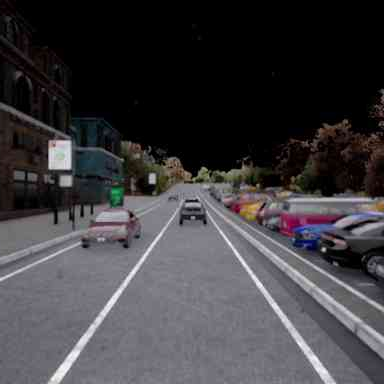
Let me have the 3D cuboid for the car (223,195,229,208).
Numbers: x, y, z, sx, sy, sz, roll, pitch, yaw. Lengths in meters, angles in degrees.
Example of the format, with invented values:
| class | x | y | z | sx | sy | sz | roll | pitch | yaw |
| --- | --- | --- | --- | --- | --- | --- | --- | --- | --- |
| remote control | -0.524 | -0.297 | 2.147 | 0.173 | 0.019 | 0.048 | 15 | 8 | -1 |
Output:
| class | x | y | z | sx | sy | sz | roll | pitch | yaw |
| --- | --- | --- | --- | --- | --- | --- | --- | --- | --- |
| car | 6.360 | 1.415 | 37.378 | 5.008 | 1.535 | 2.097 | 0 | 0 | 0 |

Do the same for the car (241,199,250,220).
| class | x | y | z | sx | sy | sz | roll | pitch | yaw |
| --- | --- | --- | --- | --- | --- | --- | --- | --- | --- |
| car | 6.491 | 1.465 | 23.455 | 5.366 | 1.575 | 1.946 | 0 | 0 | 0 |

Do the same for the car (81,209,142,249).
| class | x | y | z | sx | sy | sz | roll | pitch | yaw |
| --- | --- | --- | --- | --- | --- | --- | --- | --- | --- |
| car | -3.361 | 1.497 | 14.619 | 1.812 | 1.442 | 4.674 | 0 | 0 | 0 |

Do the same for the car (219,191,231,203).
| class | x | y | z | sx | sy | sz | roll | pitch | yaw |
| --- | --- | --- | --- | --- | --- | --- | --- | --- | --- |
| car | 6.433 | 1.182 | 45.741 | 4.553 | 1.767 | 2.185 | 0 | 1 | 0 |

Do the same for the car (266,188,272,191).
| class | x | y | z | sx | sy | sz | roll | pitch | yaw |
| --- | --- | --- | --- | --- | --- | --- | --- | --- | --- |
| car | 19.604 | 0.394 | 73.733 | 4.674 | 1.452 | 2.002 | 0 | 3 | 0 |

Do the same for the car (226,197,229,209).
| class | x | y | z | sx | sy | sz | roll | pitch | yaw |
| --- | --- | --- | --- | --- | --- | --- | --- | --- | --- |
| car | 6.324 | 1.465 | 34.591 | 4.792 | 1.488 | 2.163 | 0 | 0 | 0 |

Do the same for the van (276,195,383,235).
| class | x | y | z | sx | sy | sz | roll | pitch | yaw |
| --- | --- | --- | --- | --- | --- | --- | --- | --- | --- |
| van | 6.387 | 1.263 | 15.104 | 4.442 | 1.987 | 1.878 | 0 | 0 | 0 |

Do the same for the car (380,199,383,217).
| class | x | y | z | sx | sy | sz | roll | pitch | yaw |
| --- | --- | --- | --- | --- | --- | --- | --- | --- | --- |
| car | 19.595 | 1.449 | 29.005 | 5.366 | 1.575 | 1.946 | 0 | 0 | 0 |

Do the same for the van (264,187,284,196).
| class | x | y | z | sx | sy | sz | roll | pitch | yaw |
| --- | --- | --- | --- | --- | --- | --- | --- | --- | --- |
| van | 19.498 | -0.155 | 79.171 | 4.442 | 1.987 | 1.878 | -1 | 3 | 0 |

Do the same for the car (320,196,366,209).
| class | x | y | z | sx | sy | sz | roll | pitch | yaw |
| --- | --- | --- | --- | --- | --- | --- | --- | --- | --- |
| car | 19.475 | 1.347 | 43.070 | 5.008 | 1.535 | 2.097 | 0 | 1 | 0 |

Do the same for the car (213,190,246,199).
| class | x | y | z | sx | sy | sz | roll | pitch | yaw |
| --- | --- | --- | --- | --- | --- | --- | --- | --- | --- |
| car | 6.418 | 0.919 | 56.879 | 4.553 | 1.767 | 2.185 | 0 | 2 | 0 |

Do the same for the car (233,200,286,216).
| class | x | y | z | sx | sy | sz | roll | pitch | yaw |
| --- | --- | --- | --- | --- | --- | --- | --- | --- | --- |
| car | 6.339 | 1.487 | 31.805 | 4.674 | 1.452 | 2.002 | 0 | 0 | 0 |

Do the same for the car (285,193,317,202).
| class | x | y | z | sx | sy | sz | roll | pitch | yaw |
| --- | --- | --- | --- | --- | --- | --- | --- | --- | --- |
| car | 19.536 | 0.948 | 59.797 | 5.008 | 1.535 | 2.097 | 0 | 2 | 0 |

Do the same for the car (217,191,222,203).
| class | x | y | z | sx | sy | sz | roll | pitch | yaw |
| --- | --- | --- | --- | --- | --- | --- | --- | --- | --- |
| car | 6.444 | 1.130 | 48.520 | 4.553 | 1.767 | 2.185 | 0 | 1 | 0 |

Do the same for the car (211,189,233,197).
| class | x | y | z | sx | sy | sz | roll | pitch | yaw |
| --- | --- | --- | --- | --- | --- | --- | --- | --- | --- |
| car | 6.552 | 0.241 | 73.586 | 4.553 | 1.767 | 2.185 | 0 | 3 | 0 |

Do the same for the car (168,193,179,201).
| class | x | y | z | sx | sy | sz | roll | pitch | yaw |
| --- | --- | --- | --- | --- | --- | --- | --- | --- | --- |
| car | -3.430 | 0.947 | 61.334 | 2.033 | 1.411 | 5.357 | 0 | 2 | 0 |

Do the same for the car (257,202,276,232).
| class | x | y | z | sx | sy | sz | roll | pitch | yaw |
| --- | --- | --- | --- | --- | --- | --- | --- | --- | --- |
| car | 6.288 | 1.484 | 17.889 | 4.892 | 1.521 | 2.231 | 0 | 0 | 0 |

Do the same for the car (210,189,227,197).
| class | x | y | z | sx | sy | sz | roll | pitch | yaw |
| --- | --- | --- | --- | --- | --- | --- | --- | --- | --- |
| car | 6.479 | 0.753 | 65.239 | 4.892 | 1.521 | 2.231 | 0 | 2 | 0 |

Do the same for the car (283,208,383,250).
| class | x | y | z | sx | sy | sz | roll | pitch | yaw |
| --- | --- | --- | --- | --- | --- | --- | --- | --- | --- |
| car | 6.263 | 1.495 | 12.322 | 5.008 | 1.535 | 2.097 | 0 | 0 | 0 |

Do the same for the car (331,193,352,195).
| class | x | y | z | sx | sy | sz | roll | pitch | yaw |
| --- | --- | --- | --- | --- | --- | --- | --- | --- | --- |
| car | 19.486 | 1.132 | 40.278 | 5.566 | 2.045 | 2.435 | 0 | 1 | 0 |

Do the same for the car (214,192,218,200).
| class | x | y | z | sx | sy | sz | roll | pitch | yaw |
| --- | --- | --- | --- | --- | --- | --- | --- | --- | --- |
| car | 6.408 | 1.152 | 54.097 | 4.792 | 1.488 | 2.163 | 0 | 1 | 0 |

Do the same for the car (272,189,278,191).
| class | x | y | z | sx | sy | sz | roll | pitch | yaw |
| --- | --- | --- | --- | --- | --- | --- | --- | --- | --- |
| car | 19.762 | 0.625 | 68.032 | 5.366 | 1.575 | 1.946 | 0 | 3 | 0 |

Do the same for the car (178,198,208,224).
| class | x | y | z | sx | sy | sz | roll | pitch | yaw |
| --- | --- | --- | --- | --- | --- | --- | --- | --- | --- |
| car | 0.069 | 1.449 | 24.351 | 1.837 | 1.490 | 4.892 | 0 | 0 | 0 |

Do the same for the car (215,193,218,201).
| class | x | y | z | sx | sy | sz | roll | pitch | yaw |
| --- | --- | --- | --- | --- | --- | --- | --- | --- | --- |
| car | 6.454 | 1.223 | 51.310 | 4.792 | 1.488 | 2.163 | 0 | 1 | 0 |

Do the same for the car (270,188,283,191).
| class | x | y | z | sx | sy | sz | roll | pitch | yaw |
| --- | --- | --- | --- | --- | --- | --- | --- | --- | --- |
| car | 19.618 | 0.528 | 70.824 | 4.792 | 1.488 | 2.163 | 0 | 3 | 0 |

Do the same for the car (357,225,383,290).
| class | x | y | z | sx | sy | sz | roll | pitch | yaw |
| --- | --- | --- | --- | --- | --- | --- | --- | --- | --- |
| car | 6.236 | 1.547 | 6.755 | 4.674 | 1.452 | 2.002 | 0 | 0 | 0 |

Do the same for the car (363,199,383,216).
| class | x | y | z | sx | sy | sz | roll | pitch | yaw |
| --- | --- | --- | --- | --- | --- | --- | --- | --- | --- |
| car | 19.417 | 1.444 | 31.914 | 5.008 | 1.535 | 2.097 | 0 | 0 | 0 |

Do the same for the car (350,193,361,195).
| class | x | y | z | sx | sy | sz | roll | pitch | yaw |
| --- | --- | --- | --- | --- | --- | --- | --- | --- | --- |
| car | 19.465 | 1.307 | 34.699 | 4.553 | 1.767 | 2.185 | 0 | 0 | 0 |

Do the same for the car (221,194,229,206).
| class | x | y | z | sx | sy | sz | roll | pitch | yaw |
| --- | --- | --- | --- | --- | --- | --- | --- | --- | --- |
| car | 6.371 | 1.387 | 40.167 | 5.008 | 1.535 | 2.097 | 0 | 1 | 0 |

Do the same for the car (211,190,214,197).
| class | x | y | z | sx | sy | sz | roll | pitch | yaw |
| --- | --- | --- | --- | --- | --- | --- | --- | --- | --- |
| car | 6.444 | 0.890 | 62.463 | 4.792 | 1.488 | 2.163 | 0 | 2 | 0 |

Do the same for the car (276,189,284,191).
| class | x | y | z | sx | sy | sz | roll | pitch | yaw |
| --- | --- | --- | --- | --- | --- | --- | --- | --- | --- |
| car | 19.750 | 0.744 | 65.239 | 5.366 | 1.575 | 1.946 | 0 | 3 | 0 |

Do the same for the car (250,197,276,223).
| class | x | y | z | sx | sy | sz | roll | pitch | yaw |
| --- | --- | --- | --- | --- | --- | --- | --- | --- | --- |
| car | 6.263 | 1.350 | 20.797 | 4.553 | 1.767 | 2.185 | 0 | 0 | 0 |

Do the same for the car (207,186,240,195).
| class | x | y | z | sx | sy | sz | roll | pitch | yaw |
| --- | --- | --- | --- | --- | --- | --- | --- | --- | --- |
| car | 6.525 | 0.381 | 68.015 | 5.566 | 2.045 | 2.435 | 0 | 3 | 0 |

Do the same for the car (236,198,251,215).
| class | x | y | z | sx | sy | sz | roll | pitch | yaw |
| --- | --- | --- | --- | --- | --- | --- | --- | --- | --- |
| car | 6.312 | 1.461 | 26.239 | 5.008 | 1.535 | 2.097 | 0 | 0 | 0 |

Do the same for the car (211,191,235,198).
| class | x | y | z | sx | sy | sz | roll | pitch | yaw |
| --- | --- | --- | --- | --- | --- | --- | --- | --- | --- |
| car | 6.504 | 0.504 | 70.817 | 5.008 | 1.535 | 2.097 | 0 | 3 | 0 |

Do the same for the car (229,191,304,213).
| class | x | y | z | sx | sy | sz | roll | pitch | yaw |
| --- | --- | --- | --- | --- | --- | --- | --- | --- | --- |
| car | 6.358 | 1.203 | 29.021 | 5.566 | 2.045 | 2.435 | 0 | 0 | 0 |

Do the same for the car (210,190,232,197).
| class | x | y | z | sx | sy | sz | roll | pitch | yaw |
| --- | --- | --- | --- | --- | --- | --- | --- | --- | --- |
| car | 6.562 | 0.250 | 76.376 | 4.792 | 1.488 | 2.163 | 0 | 3 | 0 |

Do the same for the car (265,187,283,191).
| class | x | y | z | sx | sy | sz | roll | pitch | yaw |
| --- | --- | --- | --- | --- | --- | --- | --- | --- | --- |
| car | 19.616 | 0.249 | 76.514 | 4.674 | 1.452 | 2.002 | 0 | 3 | 0 |

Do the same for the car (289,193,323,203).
| class | x | y | z | sx | sy | sz | roll | pitch | yaw |
| --- | --- | --- | --- | --- | --- | --- | --- | --- | --- |
| car | 19.524 | 1.036 | 57.008 | 5.008 | 1.535 | 2.097 | 0 | 2 | 0 |

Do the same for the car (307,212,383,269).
| class | x | y | z | sx | sy | sz | roll | pitch | yaw |
| --- | --- | --- | --- | --- | --- | --- | --- | --- | --- |
| car | 6.241 | 1.501 | 9.539 | 5.008 | 1.535 | 2.097 | 0 | 0 | 0 |
